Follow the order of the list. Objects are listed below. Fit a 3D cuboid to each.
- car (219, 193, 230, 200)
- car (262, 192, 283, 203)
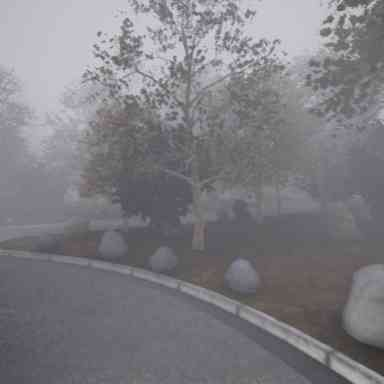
[{"bbox_3d":[5.462,0.678,63.756,1.812,1.442,4.674,0,1,-32],"label":"car"},{"bbox_3d":[12.268,0.729,52.696,2.097,1.767,4.553,0,1,-29],"label":"car"}]
